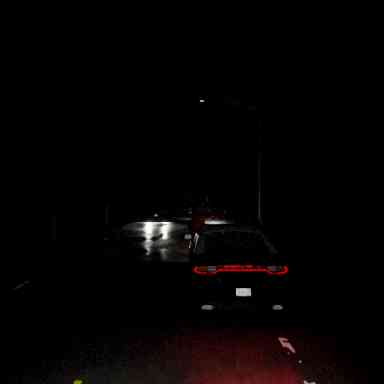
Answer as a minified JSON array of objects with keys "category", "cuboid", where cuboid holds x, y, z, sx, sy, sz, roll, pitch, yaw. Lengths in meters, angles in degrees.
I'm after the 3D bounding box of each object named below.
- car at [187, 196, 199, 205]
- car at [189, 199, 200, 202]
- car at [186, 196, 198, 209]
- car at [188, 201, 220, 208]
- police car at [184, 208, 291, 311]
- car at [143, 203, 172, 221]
[{"category":"car","cuboid":[0.144,1.477,58.930,2.033,1.411,5.357,0,0,0]},{"category":"car","cuboid":[0.883,1.501,23.893,1.837,1.490,4.892,0,0,0]},{"category":"car","cuboid":[0.129,1.464,45.632,1.882,1.535,5.008,0,0,1]},{"category":"car","cuboid":[0.868,1.475,17.892,1.882,1.535,5.008,0,0,0]},{"category":"police car","cuboid":[0.844,1.424,7.998,1.930,1.638,5.238,0,0,0]},{"category":"car","cuboid":[-2.683,1.558,26.684,1.994,1.385,4.181,0,0,0]}]
